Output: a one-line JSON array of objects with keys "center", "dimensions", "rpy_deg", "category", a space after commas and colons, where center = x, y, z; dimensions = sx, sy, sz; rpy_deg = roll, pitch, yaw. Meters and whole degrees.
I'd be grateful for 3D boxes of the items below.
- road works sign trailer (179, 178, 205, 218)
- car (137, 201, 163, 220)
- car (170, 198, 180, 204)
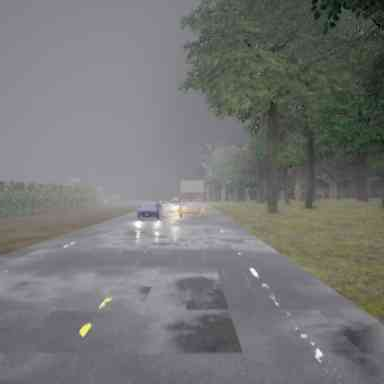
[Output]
[{"center": [-0.011, 0.531, 30.580], "dimensions": [2.380, 3.560, 2.880], "rpy_deg": [0, 0, 1], "category": "road works sign trailer"}, {"center": [-3.610, 1.538, 29.139], "dimensions": [1.882, 1.535, 5.008], "rpy_deg": [0, 0, 0], "category": "car"}, {"center": [-3.529, 1.920, 71.721], "dimensions": [1.994, 1.385, 4.181], "rpy_deg": [0, -1, 0], "category": "car"}]
